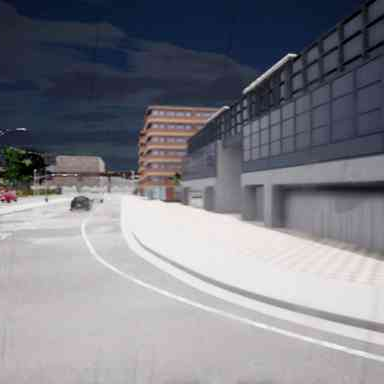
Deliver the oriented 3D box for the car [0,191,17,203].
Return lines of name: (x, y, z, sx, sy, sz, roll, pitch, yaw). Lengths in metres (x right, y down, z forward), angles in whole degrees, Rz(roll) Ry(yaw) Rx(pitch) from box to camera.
car: (-32.154, 0.847, 57.724, 2.150, 2.045, 5.566, 0, 1, -12)

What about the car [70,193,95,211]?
car: (-12.079, 1.203, 36.424, 1.882, 1.535, 5.008, 0, 0, -12)

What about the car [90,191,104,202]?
car: (-17.010, 0.770, 59.188, 2.150, 2.045, 5.566, 0, 0, -12)
